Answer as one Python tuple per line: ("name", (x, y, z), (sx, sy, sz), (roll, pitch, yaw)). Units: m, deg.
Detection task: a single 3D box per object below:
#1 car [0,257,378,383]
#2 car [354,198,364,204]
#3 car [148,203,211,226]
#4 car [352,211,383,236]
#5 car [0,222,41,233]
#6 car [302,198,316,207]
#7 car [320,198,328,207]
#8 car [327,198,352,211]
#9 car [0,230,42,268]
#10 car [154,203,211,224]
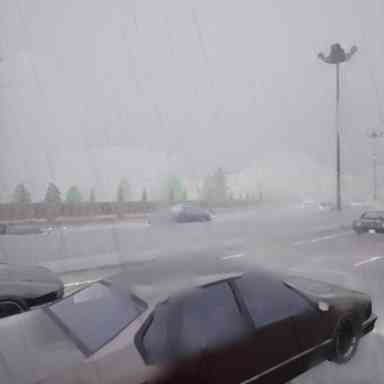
("car", (0.182, 1.564, 4.055), (5.357, 1.411, 2.033), (0, 0, -38))
("car", (38.440, 1.961, 76.551), (1.994, 1.385, 4.181), (0, 0, 29))
("car", (-0.697, 1.636, 22.027), (4.674, 1.442, 1.812), (0, 0, -45))
("car", (10.464, 1.674, 18.143), (1.895, 1.301, 4.718), (0, 0, 43))
("car", (-7.934, 1.601, 11.308), (5.357, 1.411, 2.033), (0, 0, -36))
("car", (21.309, 1.865, 60.408), (1.812, 1.442, 4.674), (0, 0, 30))
("car", (23.066, 1.781, 56.430), (1.882, 1.535, 5.008), (0, 0, 30))
("car", (18.370, 1.735, 41.097), (1.812, 1.442, 4.674), (0, -1, 30))
("car", (-4.702, 1.572, 4.803), (5.357, 1.411, 2.033), (0, 0, -35))
("car", (-0.691, 1.669, 26.993), (1.812, 1.442, 4.674), (0, 0, 43))
